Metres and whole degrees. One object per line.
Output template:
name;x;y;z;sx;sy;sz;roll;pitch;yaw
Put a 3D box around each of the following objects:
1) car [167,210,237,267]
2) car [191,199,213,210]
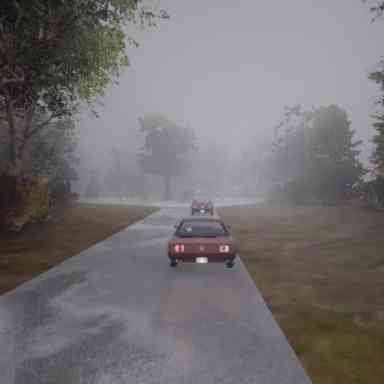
car;0.323;1.505;11.110;1.895;1.301;4.718;0;1;1
car;0.916;1.227;29.283;1.895;1.301;4.718;0;1;2
